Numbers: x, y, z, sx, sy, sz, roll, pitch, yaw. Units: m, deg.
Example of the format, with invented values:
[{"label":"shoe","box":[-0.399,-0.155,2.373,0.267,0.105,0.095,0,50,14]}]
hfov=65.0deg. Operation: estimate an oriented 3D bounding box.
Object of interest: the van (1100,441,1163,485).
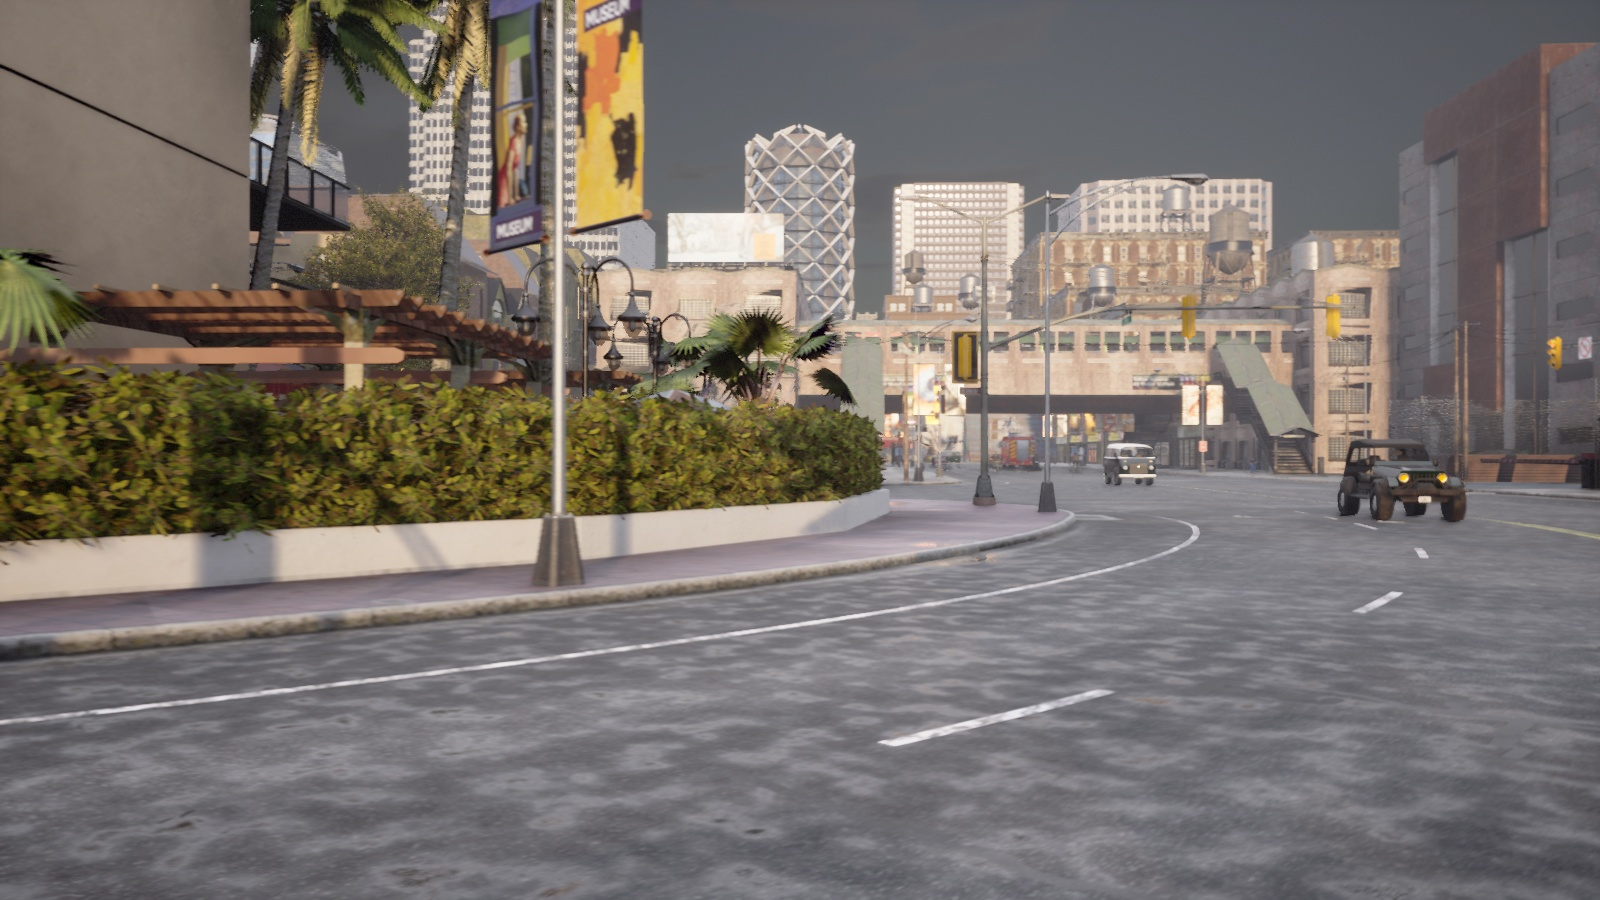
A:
[{"label":"van","box":[15.990,0.619,60.817,2.069,2.038,4.480,0,0,3]}]

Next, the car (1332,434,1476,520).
[{"label":"car","box":[14.117,0.598,29.592,1.905,1.878,3.866,0,0,7]}]
